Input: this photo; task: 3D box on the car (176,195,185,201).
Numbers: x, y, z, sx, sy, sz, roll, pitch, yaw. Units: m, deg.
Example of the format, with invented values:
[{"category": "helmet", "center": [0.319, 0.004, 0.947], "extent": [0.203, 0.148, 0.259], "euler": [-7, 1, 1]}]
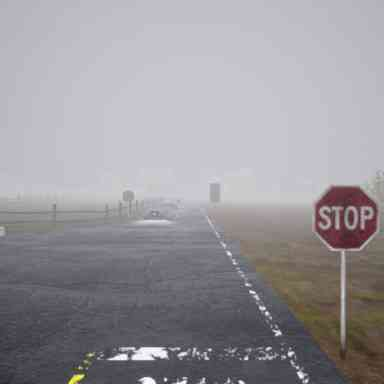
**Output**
[{"category": "car", "center": [-2.914, 1.458, 82.760], "extent": [2.033, 1.411, 5.357], "euler": [0, 0, 0]}]

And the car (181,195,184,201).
[{"category": "car", "center": [-2.867, 1.612, 58.986], "extent": [1.895, 1.301, 4.718], "euler": [0, 0, 0]}]

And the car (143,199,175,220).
[{"category": "car", "center": [-2.872, 1.568, 28.323], "extent": [1.994, 1.385, 4.181], "euler": [0, 0, 3]}]

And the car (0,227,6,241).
[{"category": "car", "center": [-9.478, 1.498, 11.916], "extent": [4.718, 1.301, 1.895], "euler": [1, 0, 2]}]

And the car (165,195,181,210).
[{"category": "car", "center": [-2.837, 1.485, 43.629], "extent": [1.882, 1.535, 5.008], "euler": [0, 0, 0]}]
